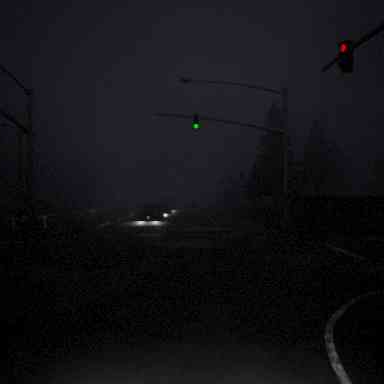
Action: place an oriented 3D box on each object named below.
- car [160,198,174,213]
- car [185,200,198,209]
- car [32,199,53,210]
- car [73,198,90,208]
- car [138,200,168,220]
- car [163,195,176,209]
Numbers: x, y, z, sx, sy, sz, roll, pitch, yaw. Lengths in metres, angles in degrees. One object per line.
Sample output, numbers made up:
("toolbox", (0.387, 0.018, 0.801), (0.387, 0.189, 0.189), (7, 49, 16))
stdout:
("car", (-3.612, 1.797, 40.266), (2.033, 1.411, 5.357), (0, 0, 0))
("car", (-0.023, 1.915, 50.806), (1.895, 1.301, 4.718), (0, 0, 0))
("car", (-20.530, 1.666, 45.229), (1.970, 1.475, 3.806), (0, 0, 0))
("car", (-17.480, 1.701, 52.621), (1.845, 1.501, 3.633), (0, 0, 0))
("car", (-3.614, 1.735, 30.161), (2.033, 1.411, 5.357), (0, 0, 0))
("car", (-3.564, 1.535, 50.621), (2.150, 2.045, 5.566), (0, 0, -2))
